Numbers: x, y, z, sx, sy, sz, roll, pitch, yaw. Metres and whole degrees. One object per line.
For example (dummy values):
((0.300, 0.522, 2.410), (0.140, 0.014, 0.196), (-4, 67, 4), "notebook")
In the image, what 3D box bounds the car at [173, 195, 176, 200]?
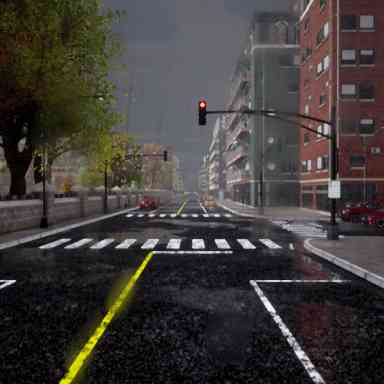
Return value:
((-5.597, 1.614, 82.624), (1.802, 1.307, 4.206), (0, 0, 0), "car")

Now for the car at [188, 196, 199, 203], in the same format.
((0.084, 1.568, 69.182), (2.033, 1.411, 5.357), (0, 0, 0), "car")

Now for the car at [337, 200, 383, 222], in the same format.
((14.648, 1.588, 27.282), (5.009, 1.841, 2.192), (1, -1, 0), "car")

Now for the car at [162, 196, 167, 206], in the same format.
((-5.629, 1.451, 54.948), (1.967, 1.590, 4.097), (0, 0, 0), "car")

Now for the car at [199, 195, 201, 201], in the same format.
((2.758, 1.565, 60.475), (2.008, 1.369, 4.403), (0, 0, 0), "car")

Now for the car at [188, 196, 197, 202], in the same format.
((0.094, 1.582, 79.593), (1.994, 1.385, 4.181), (0, 0, 0), "car")

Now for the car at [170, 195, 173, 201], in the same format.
((-5.610, 1.604, 71.553), (1.802, 1.307, 4.206), (0, 0, 0), "car")

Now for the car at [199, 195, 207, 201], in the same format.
((2.783, 1.577, 82.615), (1.887, 1.381, 4.507), (0, 0, 0), "car")

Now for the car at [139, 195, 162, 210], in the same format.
((-5.642, 1.319, 43.877), (2.192, 1.841, 5.009), (0, 0, 0), "car")

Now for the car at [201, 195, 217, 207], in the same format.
((2.746, 1.532, 49.574), (1.752, 1.417, 4.829), (0, 0, 0), "car")

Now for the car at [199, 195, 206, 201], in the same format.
((2.789, 1.582, 88.150), (1.887, 1.381, 4.507), (0, 0, 0), "car")

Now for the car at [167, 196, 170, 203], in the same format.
((-5.623, 1.559, 60.483), (1.887, 1.381, 4.507), (0, 0, 0), "car")

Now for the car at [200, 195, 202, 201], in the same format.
((2.752, 1.555, 54.939), (1.887, 1.381, 4.507), (0, 0, 0), "car")

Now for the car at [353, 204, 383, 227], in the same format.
((14.693, 1.848, 24.677), (4.181, 1.385, 1.994), (1, 0, 0), "car")
